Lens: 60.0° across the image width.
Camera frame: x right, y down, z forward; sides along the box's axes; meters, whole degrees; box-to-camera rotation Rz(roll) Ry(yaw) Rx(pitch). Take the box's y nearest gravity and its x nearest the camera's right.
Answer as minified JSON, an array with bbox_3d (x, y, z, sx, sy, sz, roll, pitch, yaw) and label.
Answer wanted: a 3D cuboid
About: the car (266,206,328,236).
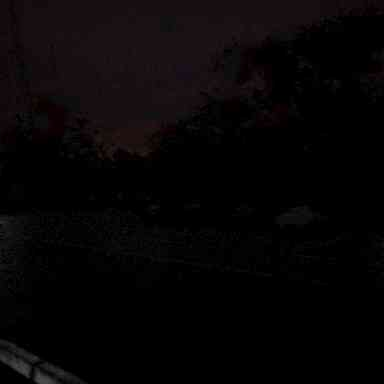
[{"bbox_3d":[6.049,1.496,18.225,2.002,1.452,4.674,0,0,36],"label":"car"}]

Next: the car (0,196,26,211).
[{"bbox_3d":[-21.619,1.330,38.044,2.185,1.767,4.553,0,0,35],"label":"car"}]

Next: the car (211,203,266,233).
[{"bbox_3d":[3.492,1.456,20.063,2.097,1.535,5.008,0,0,36],"label":"car"}]

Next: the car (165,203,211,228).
[{"bbox_3d":[0.823,1.457,21.957,2.231,1.521,4.892,0,0,36],"label":"car"}]

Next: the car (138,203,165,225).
[{"bbox_3d":[-1.841,1.496,23.865,2.002,1.452,4.674,0,0,36],"label":"car"}]
